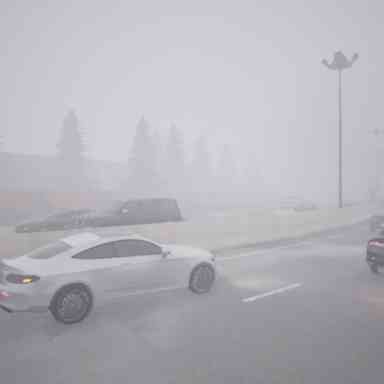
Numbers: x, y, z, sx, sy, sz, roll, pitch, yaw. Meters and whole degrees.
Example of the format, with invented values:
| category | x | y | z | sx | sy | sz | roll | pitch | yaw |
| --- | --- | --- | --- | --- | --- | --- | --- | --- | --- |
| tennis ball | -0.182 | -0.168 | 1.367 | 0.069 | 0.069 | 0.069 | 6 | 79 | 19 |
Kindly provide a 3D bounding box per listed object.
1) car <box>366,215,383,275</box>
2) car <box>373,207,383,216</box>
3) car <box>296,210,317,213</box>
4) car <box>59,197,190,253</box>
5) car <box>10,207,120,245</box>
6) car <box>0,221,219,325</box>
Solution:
| category | x | y | z | sx | sy | sz | roll | pitch | yaw |
| --- | --- | --- | --- | --- | --- | --- | --- | --- | --- |
| car | 6.681 | 1.527 | 9.492 | 4.902 | 1.511 | 2.128 | 0 | 0 | -42 |
| car | 11.843 | 1.599 | 19.522 | 1.812 | 1.442 | 4.674 | 0 | 0 | 42 |
| car | 13.366 | 1.684 | 38.924 | 1.812 | 1.442 | 4.674 | 0 | -1 | 33 |
| car | -2.892 | 1.296 | 15.261 | 5.566 | 2.045 | 2.150 | 0 | 0 | -40 |
| car | -6.344 | 1.591 | 16.992 | 4.892 | 1.490 | 1.837 | 0 | 0 | -39 |
| car | -1.542 | 1.561 | 7.175 | 4.674 | 1.442 | 1.812 | 0 | 0 | -37 |
